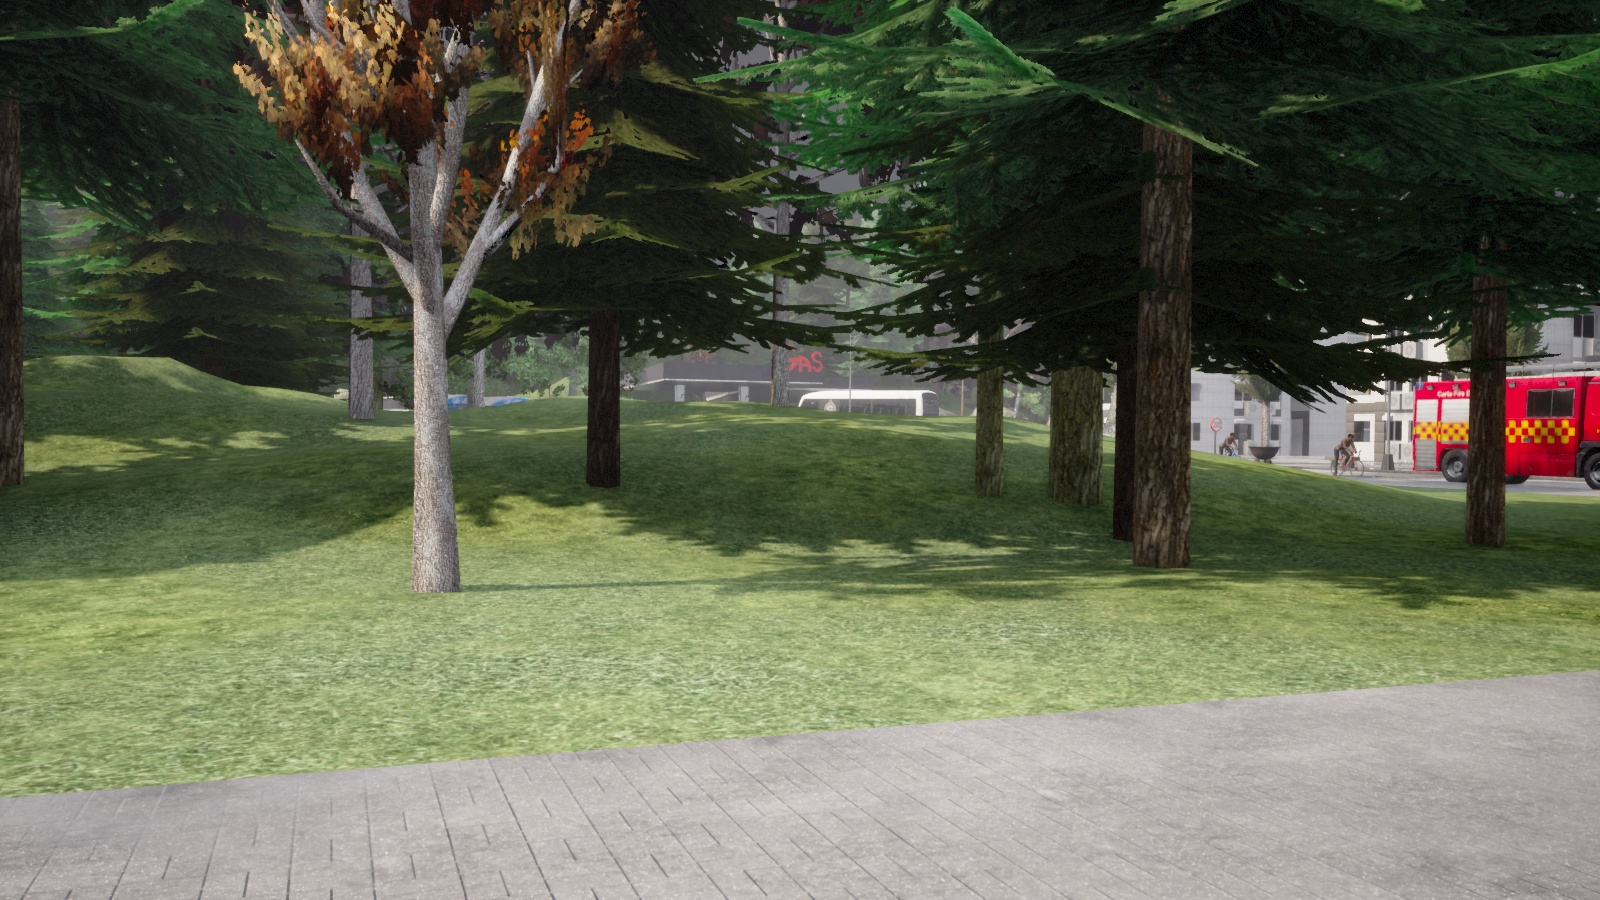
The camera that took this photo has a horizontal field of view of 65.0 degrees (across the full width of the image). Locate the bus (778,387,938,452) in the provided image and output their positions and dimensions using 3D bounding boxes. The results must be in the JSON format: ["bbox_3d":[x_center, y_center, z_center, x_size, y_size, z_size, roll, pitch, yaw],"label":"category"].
[{"bbox_3d":[3.938,-2.028,86.284,10.273,4.253,3.944,0,1,29],"label":"bus"}]

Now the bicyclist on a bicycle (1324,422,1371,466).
[{"bbox_3d":[20.321,-0.227,46.636,0.582,1.620,1.656,-1,1,-20],"label":"bicyclist on a bicycle"}]

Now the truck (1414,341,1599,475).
[{"bbox_3d":[23.339,-1.245,38.456,2.891,3.827,8.468,-1,1,-20],"label":"truck"}]
